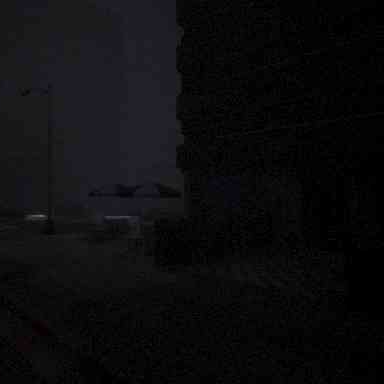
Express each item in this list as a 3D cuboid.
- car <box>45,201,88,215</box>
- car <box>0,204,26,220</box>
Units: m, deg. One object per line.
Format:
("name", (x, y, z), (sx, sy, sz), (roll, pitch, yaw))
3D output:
("car", (-12.981, 1.619, 34.495), (1.994, 1.385, 4.181), (0, 0, 45))
("car", (-15.773, 1.581, 26.475), (4.674, 1.442, 1.812), (0, 0, -42))
